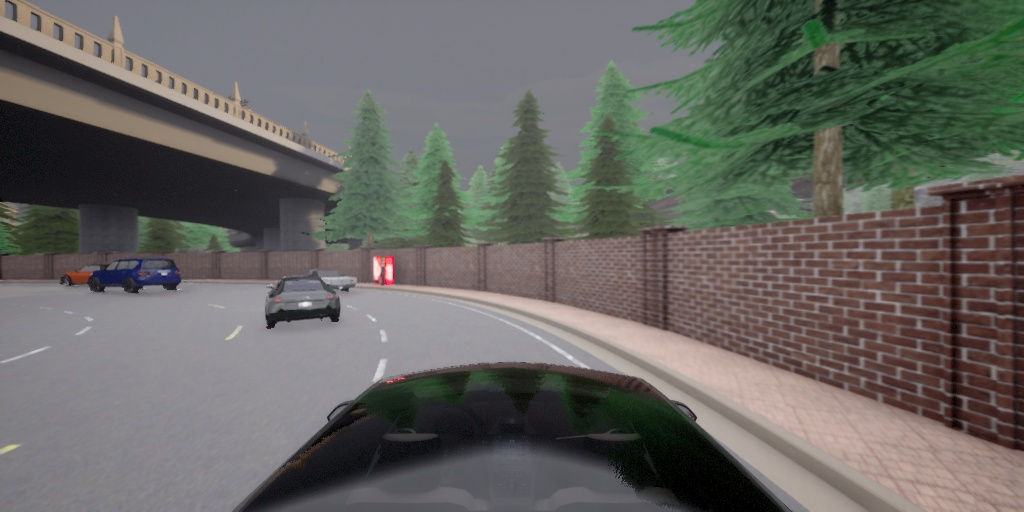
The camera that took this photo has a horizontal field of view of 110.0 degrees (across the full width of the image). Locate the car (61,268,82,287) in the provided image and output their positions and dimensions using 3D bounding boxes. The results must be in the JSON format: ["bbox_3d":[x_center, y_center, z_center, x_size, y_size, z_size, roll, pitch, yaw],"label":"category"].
[{"bbox_3d":[-31.513,1.382,27.364,4.553,1.767,2.097,-1,0,9],"label":"car"}]

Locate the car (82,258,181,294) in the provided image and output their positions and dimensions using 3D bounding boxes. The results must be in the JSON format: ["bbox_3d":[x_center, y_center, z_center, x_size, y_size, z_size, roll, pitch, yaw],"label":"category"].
[{"bbox_3d":[-23.102,1.174,22.023,5.566,2.045,2.150,-1,0,18],"label":"car"}]

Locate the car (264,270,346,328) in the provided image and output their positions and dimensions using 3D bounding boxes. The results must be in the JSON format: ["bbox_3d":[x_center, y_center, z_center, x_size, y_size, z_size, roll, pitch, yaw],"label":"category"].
[{"bbox_3d":[-7.048,1.367,11.974,1.994,1.385,4.181,0,0,-34],"label":"car"}]

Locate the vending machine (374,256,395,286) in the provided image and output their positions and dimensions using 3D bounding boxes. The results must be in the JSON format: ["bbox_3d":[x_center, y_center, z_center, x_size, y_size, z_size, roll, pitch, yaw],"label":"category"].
[{"bbox_3d":[-8.310,0.988,23.337,0.880,2.100,1.100,0,0,32],"label":"vending machine"}]

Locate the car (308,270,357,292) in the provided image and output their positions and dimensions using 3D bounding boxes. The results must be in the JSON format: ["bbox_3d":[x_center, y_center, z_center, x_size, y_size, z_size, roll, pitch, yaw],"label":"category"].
[{"bbox_3d":[-11.070,1.429,20.423,4.718,1.301,1.895,-1,0,32],"label":"car"}]
